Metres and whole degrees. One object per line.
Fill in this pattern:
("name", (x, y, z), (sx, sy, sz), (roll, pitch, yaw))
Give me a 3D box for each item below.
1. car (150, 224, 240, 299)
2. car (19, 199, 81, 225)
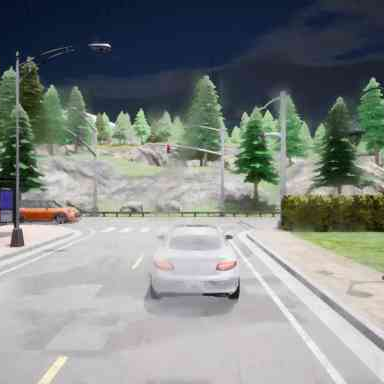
("car", (0.077, 1.526, 8.310), (1.812, 1.442, 4.674), (0, 0, 1))
("car", (-10.339, 1.367, 23.737), (4.553, 1.767, 2.097), (0, 0, 1))
